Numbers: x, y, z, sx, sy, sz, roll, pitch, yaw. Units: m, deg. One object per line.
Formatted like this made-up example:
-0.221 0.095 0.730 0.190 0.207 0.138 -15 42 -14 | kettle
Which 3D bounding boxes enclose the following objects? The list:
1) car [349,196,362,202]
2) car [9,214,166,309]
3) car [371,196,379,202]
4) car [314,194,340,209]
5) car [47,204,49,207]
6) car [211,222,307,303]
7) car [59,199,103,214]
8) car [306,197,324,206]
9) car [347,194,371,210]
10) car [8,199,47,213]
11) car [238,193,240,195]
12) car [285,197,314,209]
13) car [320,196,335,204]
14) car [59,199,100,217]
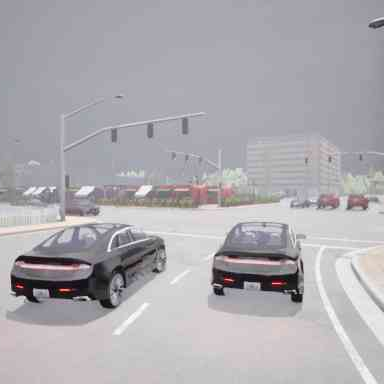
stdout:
36.552 1.539 74.376 2.033 1.411 5.357 0 0 32 | car
-2.035 1.491 7.980 2.128 1.511 4.902 0 0 12 | car
39.876 1.523 73.098 1.812 1.442 4.674 0 0 32 | car
18.430 1.221 44.773 2.150 2.045 5.566 0 0 32 | car
-20.365 1.581 42.508 4.674 1.442 1.812 0 0 32 | car
1.783 1.491 8.358 2.128 1.511 4.902 0 0 17 | car
-12.563 1.546 37.617 4.902 1.511 2.128 0 0 32 | car
20.317 1.525 54.845 1.812 1.442 4.674 0 0 32 | car
21.520 1.221 43.114 2.150 2.045 5.566 0 0 32 | car
-18.756 1.619 37.363 4.181 1.385 1.994 0 0 32 | car
11.527 1.208 88.628 4.605 1.855 1.932 0 0 32 | car
15.146 1.491 46.470 2.128 1.511 4.902 0 0 32 | car
26.396 1.477 64.564 1.882 1.535 5.008 0 0 32 | car
-11.003 1.619 32.491 4.181 1.385 1.994 0 0 33 | car
